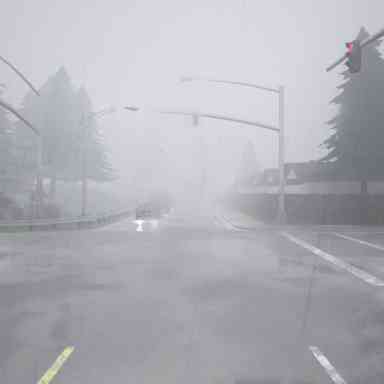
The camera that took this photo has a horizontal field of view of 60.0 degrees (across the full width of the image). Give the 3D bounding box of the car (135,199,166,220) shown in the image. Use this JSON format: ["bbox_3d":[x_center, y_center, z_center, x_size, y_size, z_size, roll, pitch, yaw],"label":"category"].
[{"bbox_3d":[-3.604,1.564,28.390,1.994,1.385,4.181,0,0,0],"label":"car"}]

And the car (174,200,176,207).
[{"bbox_3d":[-3.432,1.504,48.029,1.837,1.490,4.892,0,0,3],"label":"car"}]

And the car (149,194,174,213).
[{"bbox_3d":[-3.607,1.221,38.160,2.150,2.045,5.566,0,0,0],"label":"car"}]

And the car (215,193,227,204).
[{"bbox_3d":[6.901,1.206,60.911,5.566,2.045,2.150,0,0,-22],"label":"car"}]
